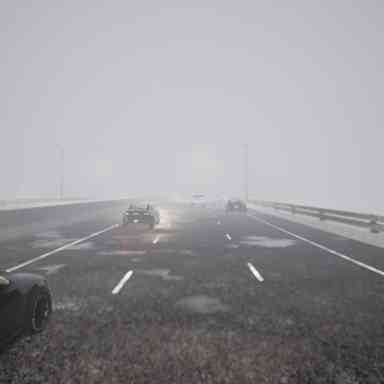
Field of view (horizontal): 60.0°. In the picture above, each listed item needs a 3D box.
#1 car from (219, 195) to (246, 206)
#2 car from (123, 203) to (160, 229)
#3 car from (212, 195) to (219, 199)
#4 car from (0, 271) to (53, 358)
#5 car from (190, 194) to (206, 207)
[{"bbox_3d":[3.768,1.217,29.851,1.994,1.385,4.181,0,0,1],"label":"car"},{"bbox_3d":[-3.247,1.494,21.830,2.128,1.511,4.902,0,0,1],"label":"car"},{"bbox_3d":[4.601,1.172,60.953,2.033,1.649,4.856,0,0,2],"label":"car"},{"bbox_3d":[-3.386,1.564,4.043,1.994,1.385,4.181,0,0,0],"label":"car"},{"bbox_3d":[0.912,1.292,52.096,2.150,2.045,5.566,0,0,2],"label":"car"}]
